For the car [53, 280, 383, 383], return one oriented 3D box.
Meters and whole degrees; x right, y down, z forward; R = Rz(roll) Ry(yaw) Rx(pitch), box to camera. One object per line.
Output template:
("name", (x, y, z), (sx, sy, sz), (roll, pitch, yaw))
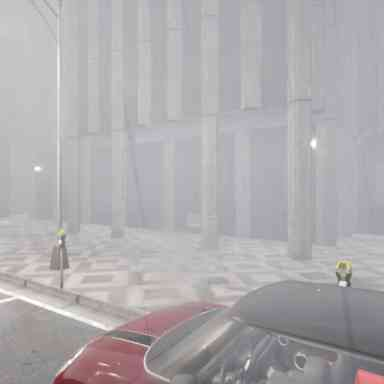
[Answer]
("car", (0.743, 1.439, 2.436), (4.097, 1.590, 1.967), (0, 0, 35))
